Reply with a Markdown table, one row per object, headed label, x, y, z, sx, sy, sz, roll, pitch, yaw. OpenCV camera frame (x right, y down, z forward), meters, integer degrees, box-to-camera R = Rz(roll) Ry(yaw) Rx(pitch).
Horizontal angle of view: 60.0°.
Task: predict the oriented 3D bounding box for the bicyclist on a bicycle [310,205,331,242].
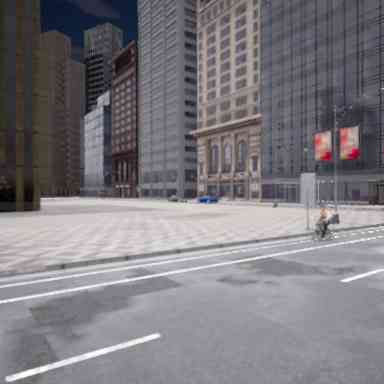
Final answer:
| label | x | y | z | sx | sy | sz | roll | pitch | yaw |
| --- | --- | --- | --- | --- | --- | --- | --- | --- | --- |
| bicyclist on a bicycle | 5.695 | 1.369 | 14.603 | 1.509 | 1.612 | 0.866 | 0 | 0 | -37 |

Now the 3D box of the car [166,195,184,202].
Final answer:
| label | x | y | z | sx | sy | sz | roll | pitch | yaw |
| --- | --- | --- | --- | --- | --- | --- | --- | --- | --- |
| car | -3.644 | 1.335 | 71.817 | 1.994 | 1.385 | 4.181 | 0 | 0 | -35 |

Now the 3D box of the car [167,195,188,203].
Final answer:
| label | x | y | z | sx | sy | sz | roll | pitch | yaw |
| --- | --- | --- | --- | --- | --- | --- | --- | --- | --- |
| car | -2.720 | 1.458 | 65.324 | 2.128 | 1.511 | 4.902 | 0 | 0 | -35 |

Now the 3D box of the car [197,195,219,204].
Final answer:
| label | x | y | z | sx | sy | sz | roll | pitch | yaw |
| --- | --- | --- | --- | --- | --- | --- | --- | --- | --- |
| car | 2.953 | 1.395 | 62.509 | 1.882 | 1.535 | 5.008 | 0 | 0 | -35 |
